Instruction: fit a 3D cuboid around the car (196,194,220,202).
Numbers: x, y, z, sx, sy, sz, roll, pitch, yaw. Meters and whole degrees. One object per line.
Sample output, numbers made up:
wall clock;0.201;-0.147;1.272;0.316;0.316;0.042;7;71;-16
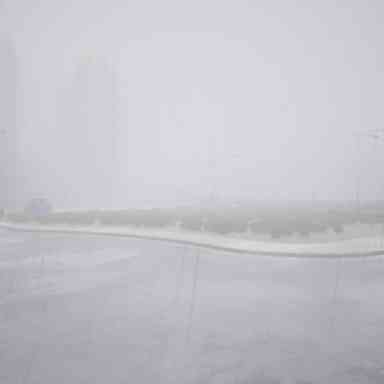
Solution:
car;3.090;1.384;64.228;2.150;2.045;5.566;0;0;-35

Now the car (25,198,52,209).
car;-16.652;1.511;35.987;2.242;1.667;4.611;0;0;-36
